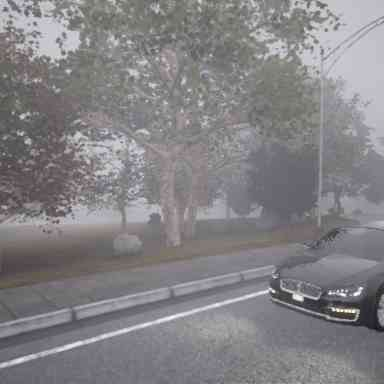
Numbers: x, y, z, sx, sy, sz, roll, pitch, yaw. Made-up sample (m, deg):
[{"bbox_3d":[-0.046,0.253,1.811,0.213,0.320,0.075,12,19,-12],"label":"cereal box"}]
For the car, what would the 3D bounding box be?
[{"bbox_3d":[3.609,1.397,6.701,4.892,1.490,1.837,0,0,-37],"label":"car"}]
